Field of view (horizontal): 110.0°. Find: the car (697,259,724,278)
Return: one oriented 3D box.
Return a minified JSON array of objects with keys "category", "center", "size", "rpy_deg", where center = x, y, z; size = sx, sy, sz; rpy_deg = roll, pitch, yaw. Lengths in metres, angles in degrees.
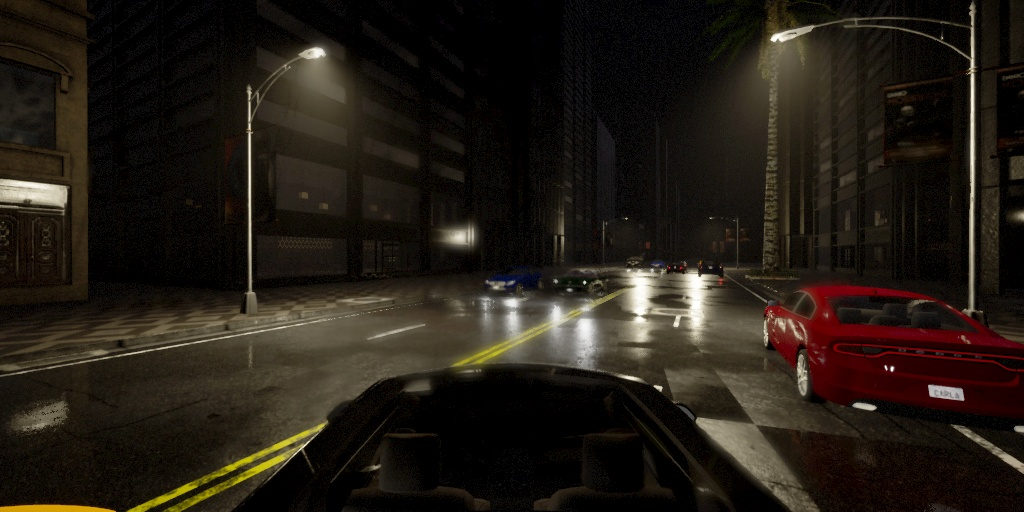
[{"category":"car","center":[19.280,1.117,34.899],"size":[2.097,1.767,4.553],"rpy_deg":[0,0,27]}]

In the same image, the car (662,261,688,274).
[{"category":"car","center":[18.638,1.317,40.721],"size":[2.033,1.411,5.357],"rpy_deg":[0,0,27]}]

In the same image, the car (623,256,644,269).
[{"category":"car","center":[19.927,1.010,57.825],"size":[2.150,2.045,5.566],"rpy_deg":[0,0,27]}]

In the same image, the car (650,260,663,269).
[{"category":"car","center":[23.271,1.312,57.216],"size":[1.812,1.442,4.674],"rpy_deg":[0,0,28]}]

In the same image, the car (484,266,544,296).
[{"category":"car","center":[0.286,1.278,19.684],"size":[1.812,1.442,4.674],"rpy_deg":[0,0,27]}]

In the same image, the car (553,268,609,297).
[{"category":"car","center":[3.834,1.354,19.476],"size":[1.895,1.301,4.718],"rpy_deg":[0,0,27]}]

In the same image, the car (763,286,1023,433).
[{"category":"car","center":[5.512,1.228,5.819],"size":[1.882,1.535,5.008],"rpy_deg":[0,0,27]}]
